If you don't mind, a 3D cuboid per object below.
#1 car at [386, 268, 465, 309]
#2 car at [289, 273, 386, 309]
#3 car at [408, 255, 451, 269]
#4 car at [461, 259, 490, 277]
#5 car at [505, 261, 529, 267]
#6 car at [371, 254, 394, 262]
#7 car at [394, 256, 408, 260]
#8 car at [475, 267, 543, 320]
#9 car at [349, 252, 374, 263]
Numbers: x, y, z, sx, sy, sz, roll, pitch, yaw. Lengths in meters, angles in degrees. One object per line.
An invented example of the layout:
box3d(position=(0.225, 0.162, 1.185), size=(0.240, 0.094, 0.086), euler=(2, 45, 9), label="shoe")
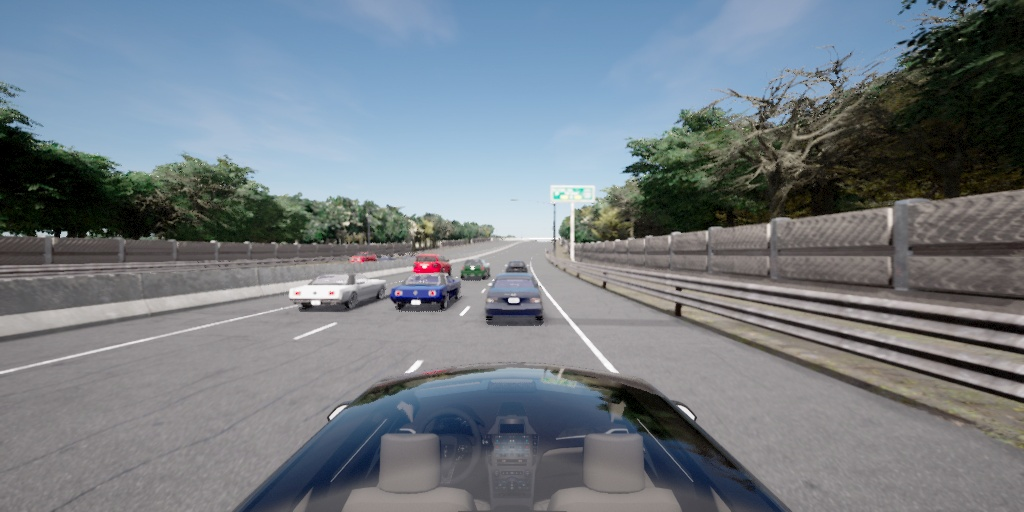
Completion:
box3d(position=(-3.364, 1.349, 14.951), size=(1.895, 1.301, 4.718), euler=(0, 0, 1), label="car")
box3d(position=(-6.866, 1.349, 14.855), size=(1.895, 1.301, 4.718), euler=(0, 0, 1), label="car")
box3d(position=(-6.609, 0.890, 30.111), size=(2.150, 2.045, 5.566), euler=(0, 1, 2), label="car")
box3d(position=(-3.084, 1.010, 30.847), size=(2.097, 1.767, 4.553), euler=(0, 1, 2), label="car")
box3d(position=(0.431, 1.162, 31.263), size=(1.837, 1.490, 4.892), euler=(0, 1, 2), label="car")
box3d(position=(-19.836, 0.790, 56.415), size=(1.994, 1.385, 4.181), euler=(0, 1, 3), label="car")
box3d(position=(-16.327, 0.711, 56.642), size=(2.128, 1.511, 4.902), euler=(0, 1, 3), label="car")
box3d(position=(0.094, 1.298, 12.642), size=(2.033, 1.411, 5.357), euler=(0, 0, 1), label="car")
box3d(position=(-23.340, 0.448, 56.393), size=(2.150, 2.045, 5.566), euler=(0, 2, 3), label="car")
